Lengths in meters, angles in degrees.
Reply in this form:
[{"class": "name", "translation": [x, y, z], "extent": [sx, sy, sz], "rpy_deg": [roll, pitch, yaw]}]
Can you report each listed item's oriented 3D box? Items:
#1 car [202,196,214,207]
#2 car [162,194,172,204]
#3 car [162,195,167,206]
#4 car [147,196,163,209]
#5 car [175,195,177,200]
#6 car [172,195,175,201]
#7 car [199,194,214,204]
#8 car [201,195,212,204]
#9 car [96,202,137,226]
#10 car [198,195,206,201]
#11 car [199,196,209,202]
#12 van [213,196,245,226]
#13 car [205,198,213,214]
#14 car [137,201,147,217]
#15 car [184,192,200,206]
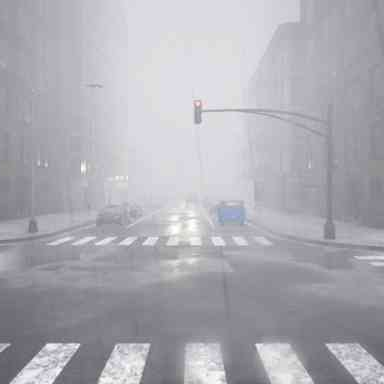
[{"class": "car", "translation": [2.648, 1.576, 45.871], "extent": [1.802, 1.307, 4.206], "rpy_deg": [0, 0, 0]}, {"class": "car", "translation": [-5.373, 1.547, 62.912], "extent": [1.947, 1.339, 4.313], "rpy_deg": [0, 0, 0]}, {"class": "car", "translation": [-5.375, 1.556, 51.549], "extent": [1.947, 1.339, 4.313], "rpy_deg": [0, 0, 0]}, {"class": "car", "translation": [-5.377, 1.519, 45.697], "extent": [1.752, 1.417, 4.829], "rpy_deg": [0, 0, 0]}, {"class": "car", "translation": [-5.369, 1.409, 79.958], "extent": [1.967, 1.590, 4.097], "rpy_deg": [0, 0, 0]}, {"class": "car", "translation": [-5.371, 1.292, 68.594], "extent": [2.192, 1.841, 5.009], "rpy_deg": [0, 0, 0]}, {"class": "car", "translation": [2.650, 1.305, 51.553], "extent": [2.192, 1.841, 5.009], "rpy_deg": [0, 0, 0]}, {"class": "car", "translation": [2.652, 1.422, 62.915], "extent": [1.967, 1.590, 4.097], "rpy_deg": [0, 0, 0]}, {"class": "car", "translation": [-5.383, 1.549, 23.139], "extent": [2.008, 1.369, 4.403], "rpy_deg": [0, 0, 0]}, {"class": "car", "translation": [2.658, 1.530, 85.640], "extent": [1.947, 1.339, 4.313], "rpy_deg": [0, 0, 0]}, {"class": "car", "translation": [2.655, 1.524, 74.278], "extent": [2.008, 1.369, 4.403], "rpy_deg": [0, 0, 0]}, {"class": "van", "translation": [2.642, 1.340, 23.146], "extent": [1.690, 1.788, 3.998], "rpy_deg": [0, 0, 0]}, {"class": "car", "translation": [2.645, 1.580, 34.508], "extent": [1.802, 1.307, 4.206], "rpy_deg": [0, 0, 0]}, {"class": "car", "translation": [-5.381, 1.543, 28.821], "extent": [1.887, 1.381, 4.507], "rpy_deg": [0, 0, 0]}, {"class": "car", "translation": [0.117, 1.208, 56.463], "extent": [2.150, 2.045, 5.566], "rpy_deg": [0, 0, 0]}]
